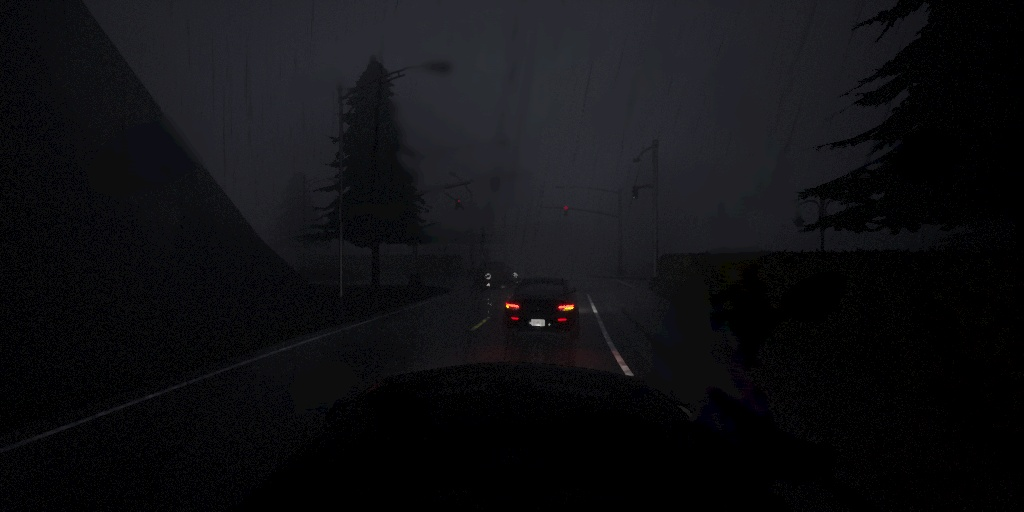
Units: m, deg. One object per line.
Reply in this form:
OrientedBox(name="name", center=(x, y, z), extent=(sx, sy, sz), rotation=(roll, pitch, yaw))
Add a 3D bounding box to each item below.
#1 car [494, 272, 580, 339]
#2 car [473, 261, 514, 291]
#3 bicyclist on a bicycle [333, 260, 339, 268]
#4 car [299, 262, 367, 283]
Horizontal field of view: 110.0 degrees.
OrientedBox(name="car", center=(0.916, 1.276, 10.034), extent=(1.812, 1.442, 4.674), rotation=(0, 0, 9))
OrientedBox(name="car", center=(-1.031, 1.102, 21.636), extent=(2.097, 1.767, 4.553), rotation=(-1, 0, -15))
OrientedBox(name="bicyclist on a bicycle", center=(-17.376, 1.203, 35.307), extent=(0.582, 1.620, 1.656), rotation=(0, 0, 8))
OrientedBox(name="car", center=(-13.730, 1.227, 27.625), extent=(5.008, 1.535, 1.882), rotation=(0, 0, 9))
